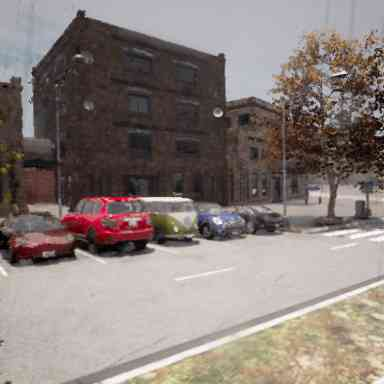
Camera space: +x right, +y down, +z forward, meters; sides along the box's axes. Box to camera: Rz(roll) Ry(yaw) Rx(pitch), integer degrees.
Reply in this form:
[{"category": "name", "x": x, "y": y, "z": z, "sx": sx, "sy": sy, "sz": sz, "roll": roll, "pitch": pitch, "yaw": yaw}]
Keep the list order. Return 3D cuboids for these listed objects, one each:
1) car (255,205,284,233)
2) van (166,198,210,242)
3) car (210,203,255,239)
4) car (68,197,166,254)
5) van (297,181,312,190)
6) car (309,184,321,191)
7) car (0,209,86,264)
[{"category": "car", "x": 2.889, "y": 1.445, "z": 18.886, "sx": 2.231, "sy": 1.521, "sz": 4.892, "roll": 0, "pitch": 0, "yaw": -37}, {"category": "van", "x": -1.432, "y": 1.242, "z": 15.461, "sx": 1.878, "sy": 1.987, "sz": 4.442, "roll": 0, "pitch": 0, "yaw": -37}, {"category": "car", "x": 0.673, "y": 1.331, "z": 17.248, "sx": 2.185, "sy": 1.767, "sz": 4.553, "roll": 0, "pitch": 0, "yaw": -37}, {"category": "car", "x": -3.701, "y": 1.227, "z": 13.910, "sx": 2.435, "sy": 2.045, "sz": 5.566, "roll": 0, "pitch": 0, "yaw": -37}, {"category": "van", "x": 28.020, "y": -1.556, "z": 82.922, "sx": 1.878, "sy": 1.987, "sz": 4.442, "roll": 5, "pitch": 5, "yaw": 39}, {"category": "car", "x": 29.465, "y": -1.077, "z": 80.278, "sx": 2.097, "sy": 1.535, "sz": 5.008, "roll": 5, "pitch": 5, "yaw": 39}, {"category": "car", "x": -5.843, "y": 1.515, "z": 12.222, "sx": 2.163, "sy": 1.488, "sz": 4.792, "roll": 0, "pitch": 0, "yaw": -36}]
